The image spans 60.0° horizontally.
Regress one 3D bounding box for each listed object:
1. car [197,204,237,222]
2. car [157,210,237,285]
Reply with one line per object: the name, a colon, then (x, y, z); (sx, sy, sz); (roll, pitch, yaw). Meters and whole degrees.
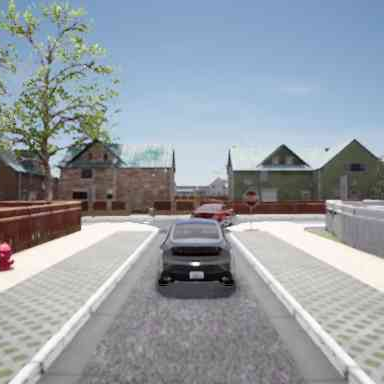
car: (1.465, 1.478, 21.014); (1.882, 1.535, 5.008); (-1, 0, 19)
car: (0.098, 1.511, 9.506); (1.837, 1.490, 4.892); (0, 0, 0)
